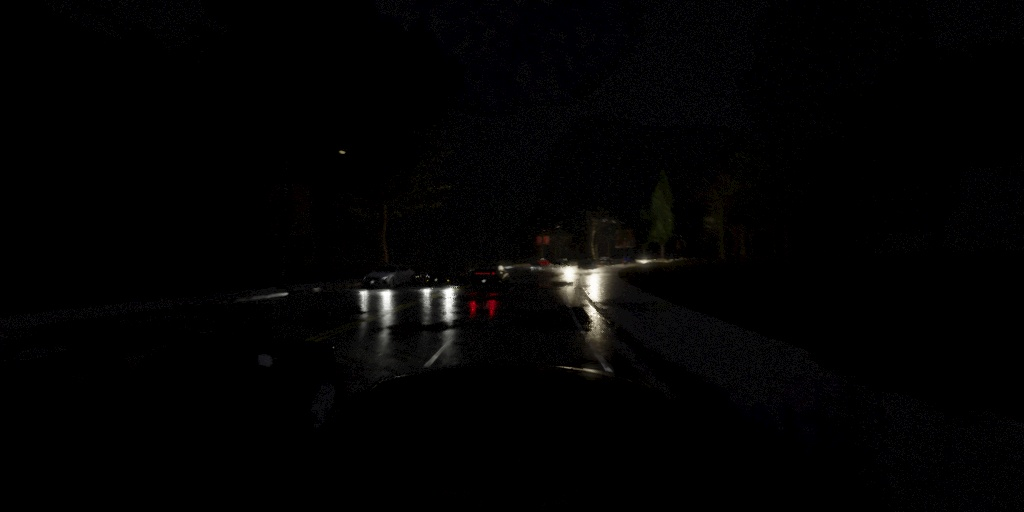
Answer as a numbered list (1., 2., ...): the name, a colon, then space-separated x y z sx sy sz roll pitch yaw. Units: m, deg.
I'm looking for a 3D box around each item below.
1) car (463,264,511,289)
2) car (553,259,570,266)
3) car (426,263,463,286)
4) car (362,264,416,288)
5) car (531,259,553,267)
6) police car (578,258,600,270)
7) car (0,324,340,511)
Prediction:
1. car: -1.274 1.248 23.194 2.128 1.511 4.902 0 0 9
2. car: 8.848 1.176 64.480 1.895 1.301 4.718 -1 0 28
3. car: -4.424 1.261 25.188 1.837 1.490 4.892 0 0 10
4. car: -7.966 1.277 23.719 1.812 1.442 4.674 0 0 9
5. car: 5.074 1.217 64.167 1.895 1.301 4.718 0 0 27
6. police car: 10.475 1.061 49.884 1.930 1.638 5.238 0 0 22
7. car: -3.058 1.214 2.435 1.882 1.535 5.008 0 0 0
